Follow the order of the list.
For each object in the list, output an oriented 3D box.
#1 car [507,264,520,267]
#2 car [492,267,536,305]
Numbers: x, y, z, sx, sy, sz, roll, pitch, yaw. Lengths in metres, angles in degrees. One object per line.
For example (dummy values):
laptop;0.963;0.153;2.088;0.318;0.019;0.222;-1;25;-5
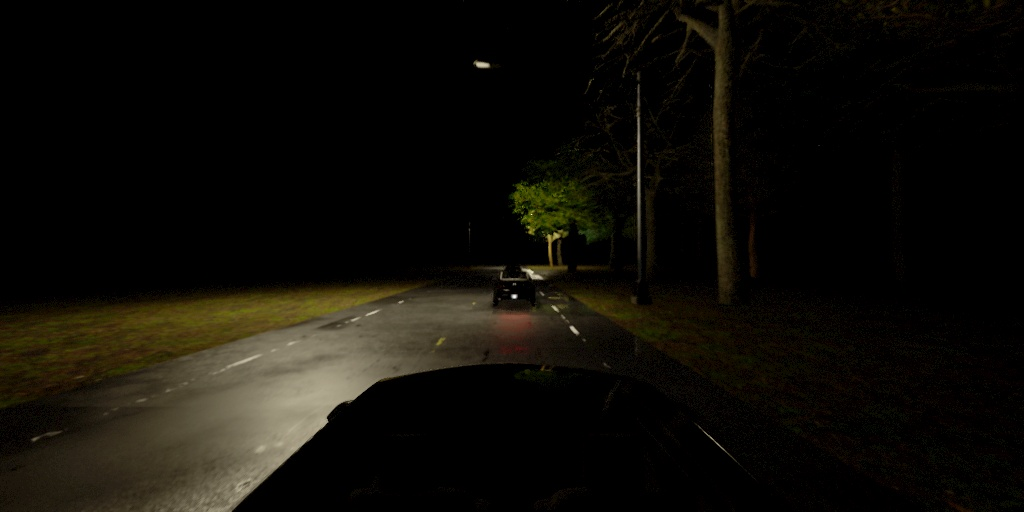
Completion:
car;0.135;1.637;39.427;1.837;1.490;4.892;0;0;0
car;0.107;1.435;17.177;1.837;1.490;4.892;0;-1;0
